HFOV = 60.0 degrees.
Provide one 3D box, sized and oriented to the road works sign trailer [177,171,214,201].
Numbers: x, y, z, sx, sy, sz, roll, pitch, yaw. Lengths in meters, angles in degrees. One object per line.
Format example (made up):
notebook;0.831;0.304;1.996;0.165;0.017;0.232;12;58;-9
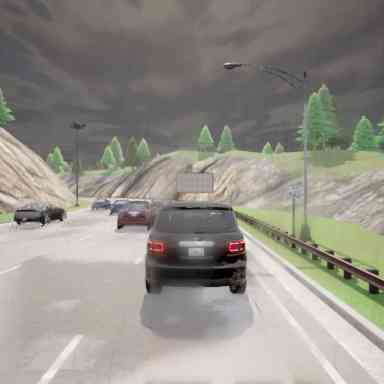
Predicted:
road works sign trailer;0.199;0.464;21.652;2.380;3.560;2.880;0;0;0

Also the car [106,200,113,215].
car;-7.204;1.525;34.306;1.812;1.442;4.674;0;0;-3

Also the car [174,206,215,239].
car;0.115;1.558;18.154;1.994;1.385;4.181;0;0;0

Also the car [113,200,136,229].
car;-3.411;1.353;21.566;2.097;1.767;4.553;0;0;-1

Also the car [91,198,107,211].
car;-11.331;1.526;41.633;1.812;1.442;4.674;0;0;-6

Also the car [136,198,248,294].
car;0.092;1.221;8.939;2.150;2.045;5.566;0;0;0

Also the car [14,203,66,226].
car;-10.421;1.492;23.210;2.128;1.511;4.902;0;0;0

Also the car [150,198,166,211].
car;-4.418;1.526;42.622;1.812;1.442;4.674;0;0;-8
